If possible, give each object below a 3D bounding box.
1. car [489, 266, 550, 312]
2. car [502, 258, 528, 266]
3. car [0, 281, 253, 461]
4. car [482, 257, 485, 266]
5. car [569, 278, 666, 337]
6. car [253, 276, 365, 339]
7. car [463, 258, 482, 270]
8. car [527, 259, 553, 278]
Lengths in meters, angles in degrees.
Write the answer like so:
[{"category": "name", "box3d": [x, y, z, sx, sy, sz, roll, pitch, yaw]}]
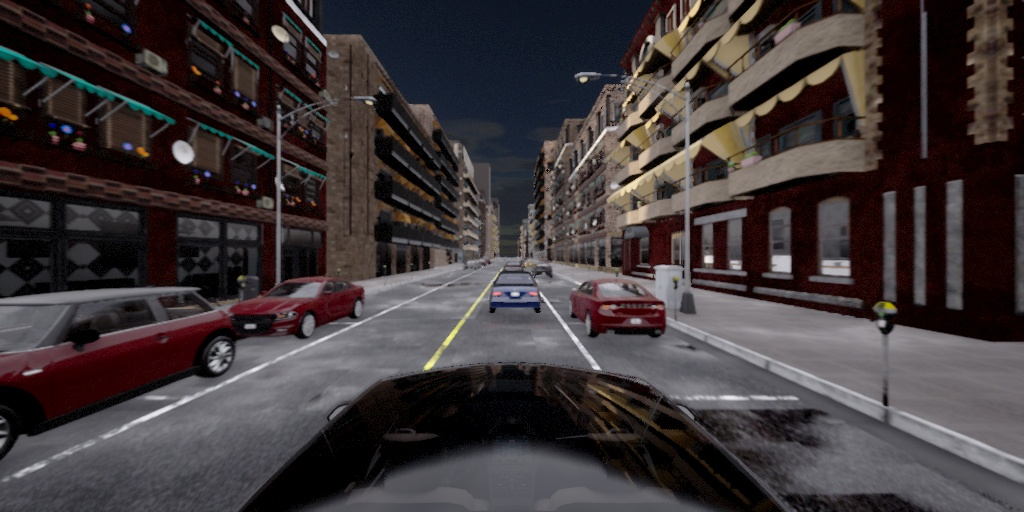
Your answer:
[{"category": "car", "box3d": [0.105, 1.274, 14.058, 2.033, 1.411, 5.357, 0, 0, 0]}, {"category": "car", "box3d": [0.115, 1.182, 32.752, 2.128, 1.511, 4.902, 0, 0, 0]}, {"category": "car", "box3d": [-5.690, 1.185, 4.401, 1.967, 1.591, 4.097, 0, 0, 0]}, {"category": "car", "box3d": [-5.666, 1.195, 55.128, 2.007, 1.370, 4.403, 0, 0, 0]}, {"category": "car", "box3d": [2.693, 1.279, 10.030, 1.888, 1.381, 4.507, 0, 0, 0]}, {"category": "car", "box3d": [-5.687, 1.279, 10.039, 1.888, 1.381, 4.507, 0, 0, 0]}, {"category": "car", "box3d": [-5.668, 1.207, 49.491, 2.007, 1.370, 4.403, 0, 0, 0]}, {"category": "car", "box3d": [2.704, 1.241, 32.575, 2.007, 1.370, 4.403, 0, 0, 0]}]
